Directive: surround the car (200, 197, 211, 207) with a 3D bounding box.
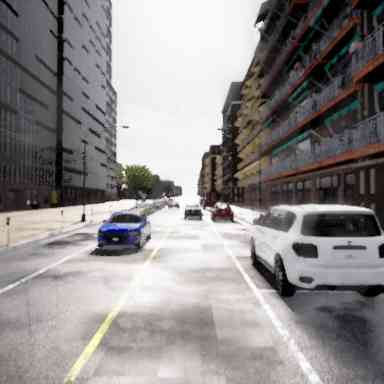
[{"bbox_3d":[2.755,2.063,70.171,2.192,1.841,5.009,1,-1,0],"label":"car"}]

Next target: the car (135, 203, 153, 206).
[{"bbox_3d":[-5.654,1.926,36.100,1.752,1.417,4.829,1,-1,0],"label":"car"}]

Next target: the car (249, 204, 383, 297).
[{"bbox_3d":[3.007,1.329,9.011,2.150,2.045,5.566,0,-1,0],"label":"car"}]

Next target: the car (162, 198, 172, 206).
[{"bbox_3d":[-5.626,2.242,75.792,1.967,1.590,4.097,1,-1,0],"label":"car"}]

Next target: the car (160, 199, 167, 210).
[{"bbox_3d":[-5.641,2.130,53.208,2.008,1.369,4.403,1,-1,0],"label":"car"}]

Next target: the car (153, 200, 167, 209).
[{"bbox_3d":[-5.637,2.187,58.854,2.008,1.369,4.403,1,-1,0],"label":"car"}]

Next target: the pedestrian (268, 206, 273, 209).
[{"bbox_3d":[2.965,1.435,12.271,0.375,1.860,0.375,1,-1,-3],"label":"pedestrian"}]

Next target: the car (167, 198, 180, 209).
[{"bbox_3d":[-3.024,2.098,55.873,2.128,1.511,4.902,0,-1,0],"label":"car"}]

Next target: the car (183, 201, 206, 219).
[{"bbox_3d":[0.103,1.925,33.850,2.033,1.411,5.357,0,-1,0],"label":"car"}]

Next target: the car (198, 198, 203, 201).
[{"bbox_3d":[0.054,1.995,45.689,2.128,1.511,4.902,0,0,1],"label":"car"}]

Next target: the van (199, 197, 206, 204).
[{"bbox_3d":[2.768,2.252,87.108,1.690,1.788,3.998,1,-1,0],"label":"van"}]

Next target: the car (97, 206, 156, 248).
[{"bbox_3d":[-3.090,1.659,15.942,1.882,1.535,5.008,0,-1,0],"label":"car"}]

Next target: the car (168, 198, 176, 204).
[{"bbox_3d":[-5.583,2.402,92.729,1.967,1.590,4.097,1,-1,0],"label":"car"}]

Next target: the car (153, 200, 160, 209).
[{"bbox_3d":[-5.650,2.013,41.917,2.008,1.369,4.403,1,-1,0],"label":"car"}]

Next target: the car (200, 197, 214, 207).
[{"bbox_3d":[2.742,1.895,53.233,2.192,1.841,5.009,1,-1,0],"label":"car"}]

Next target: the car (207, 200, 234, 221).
[{"bbox_3d":[2.723,1.783,30.649,1.967,1.590,4.097,1,-1,0],"label":"car"}]
